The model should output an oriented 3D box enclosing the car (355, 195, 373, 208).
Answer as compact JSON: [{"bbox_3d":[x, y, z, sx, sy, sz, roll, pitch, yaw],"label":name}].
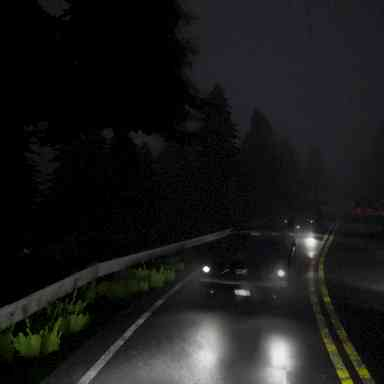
[{"bbox_3d":[20.823,1.057,40.169,2.128,1.511,4.902,-2,0,28],"label":"car"}]

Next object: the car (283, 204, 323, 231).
[{"bbox_3d":[6.833,1.458,20.168,2.033,1.411,5.357,-2,0,26],"label":"car"}]

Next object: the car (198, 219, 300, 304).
[{"bbox_3d":[1.643,1.599,8.436,1.895,1.301,4.718,-1,0,18],"label":"car"}]
